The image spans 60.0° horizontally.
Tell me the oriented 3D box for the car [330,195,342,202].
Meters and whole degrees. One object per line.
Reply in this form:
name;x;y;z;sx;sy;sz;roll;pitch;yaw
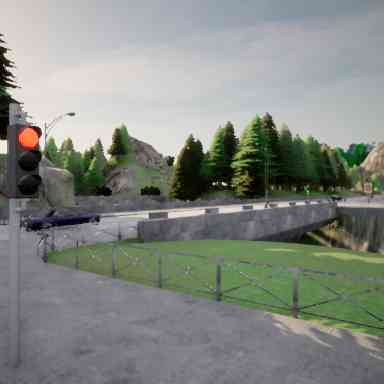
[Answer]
car;32.969;1.438;75.990;1.837;1.490;4.892;0;0;36

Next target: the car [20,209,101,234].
car;-7.582;1.601;19.160;1.895;1.301;4.718;0;0;36
